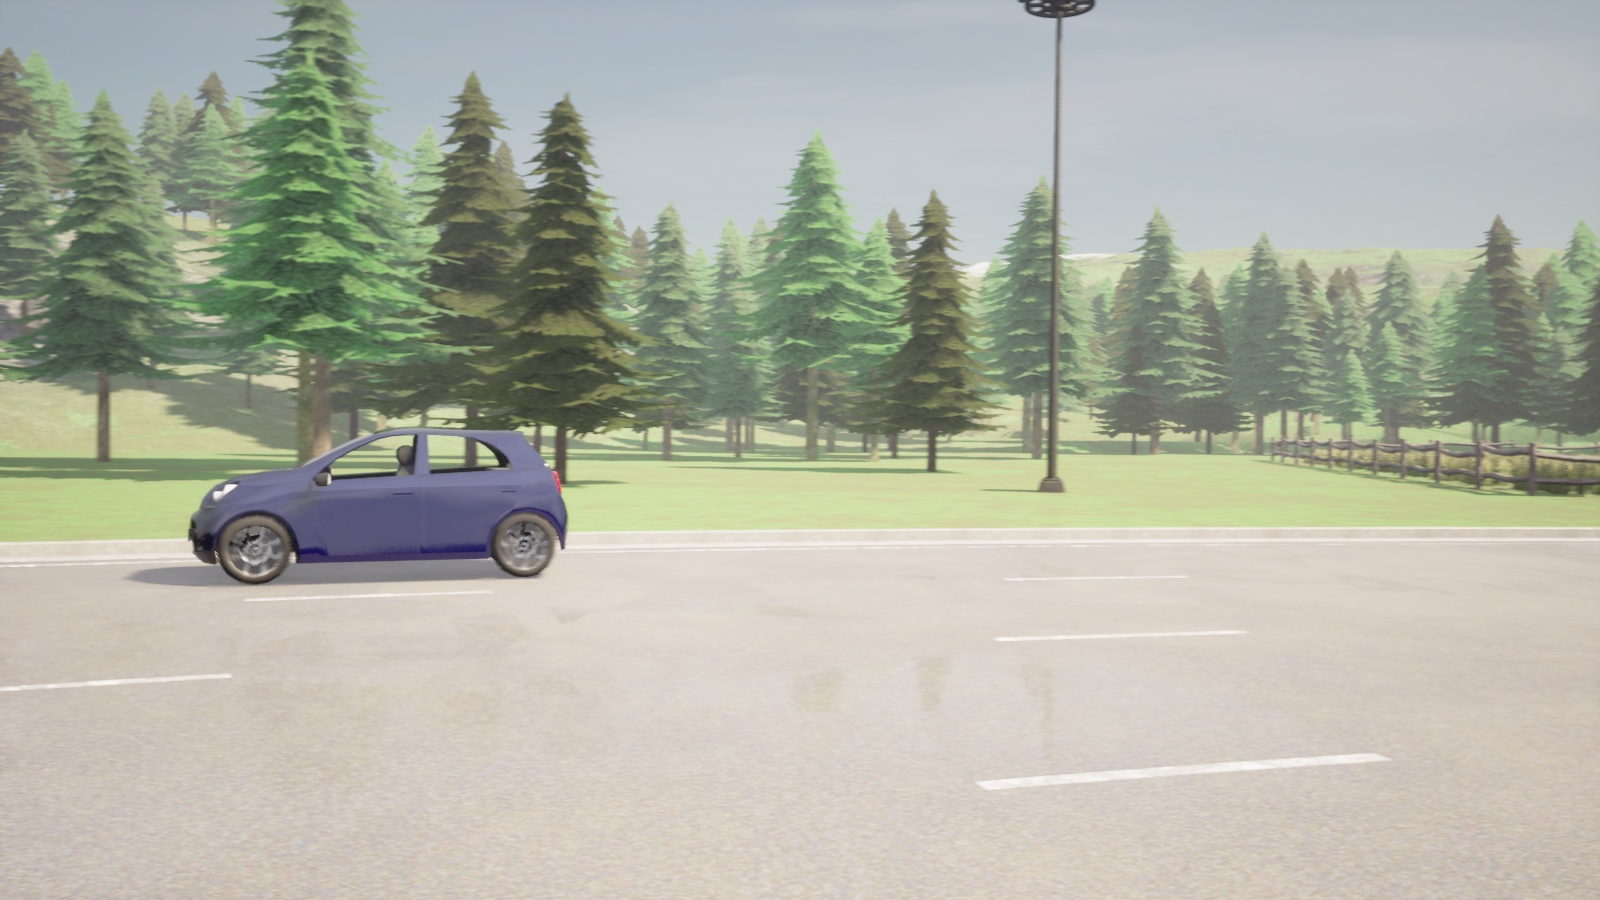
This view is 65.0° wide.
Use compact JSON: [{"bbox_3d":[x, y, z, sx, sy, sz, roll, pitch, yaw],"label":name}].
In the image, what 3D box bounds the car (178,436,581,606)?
[{"bbox_3d":[-4.232,0.631,12.890,3.633,1.501,1.845,-1,1,-20],"label":"car"}]
